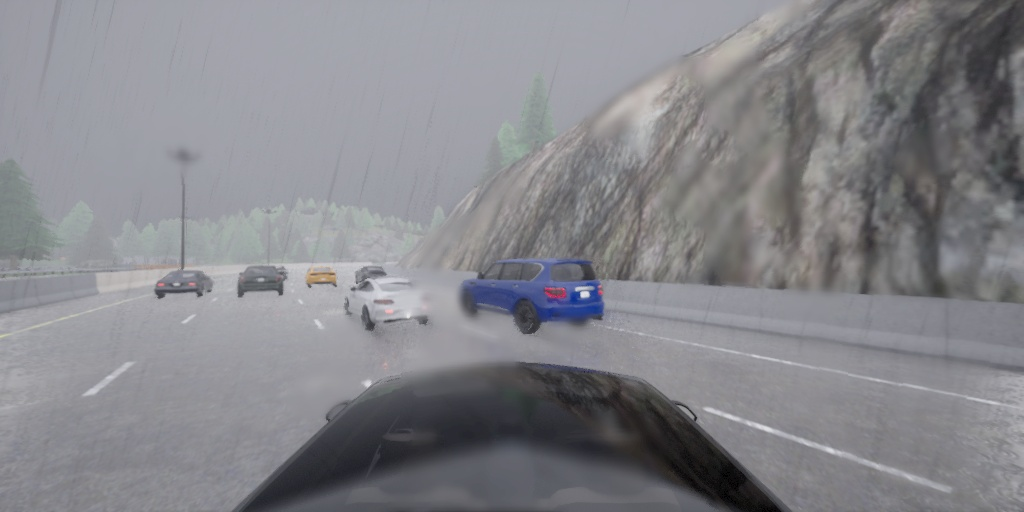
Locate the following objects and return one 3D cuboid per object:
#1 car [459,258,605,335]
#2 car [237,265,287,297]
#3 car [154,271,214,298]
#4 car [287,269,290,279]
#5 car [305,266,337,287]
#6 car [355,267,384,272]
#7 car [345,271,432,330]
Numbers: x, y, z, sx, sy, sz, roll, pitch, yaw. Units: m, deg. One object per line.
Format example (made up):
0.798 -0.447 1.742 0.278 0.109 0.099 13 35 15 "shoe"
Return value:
0.351 1.094 11.361 2.150 2.045 5.566 1 -1 -34 "car"
-14.736 1.338 21.180 2.097 1.767 4.553 1 -1 -33 "car"
-18.291 1.520 20.191 2.033 1.411 5.357 0 -1 -33 "car"
-23.355 1.655 35.586 2.128 1.511 4.902 0 -1 -29 "car"
-14.948 1.550 28.021 1.882 1.535 5.008 0 -1 -32 "car"
-11.339 1.589 28.843 1.837 1.490 4.892 0 -1 -32 "car"
-4.103 1.398 11.673 1.812 1.442 4.674 1 -1 -34 "car"
